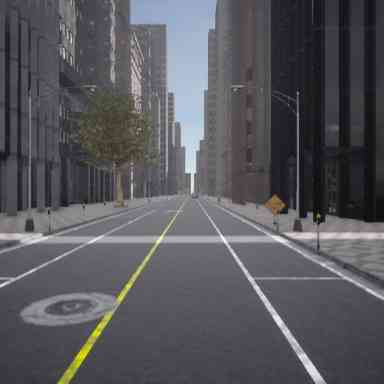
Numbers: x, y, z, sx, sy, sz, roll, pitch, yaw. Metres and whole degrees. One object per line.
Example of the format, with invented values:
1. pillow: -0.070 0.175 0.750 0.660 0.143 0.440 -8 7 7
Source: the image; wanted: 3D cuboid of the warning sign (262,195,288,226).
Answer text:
1. warning sign: 5.066 1.103 20.304 1.300 1.860 1.060 0 0 0
